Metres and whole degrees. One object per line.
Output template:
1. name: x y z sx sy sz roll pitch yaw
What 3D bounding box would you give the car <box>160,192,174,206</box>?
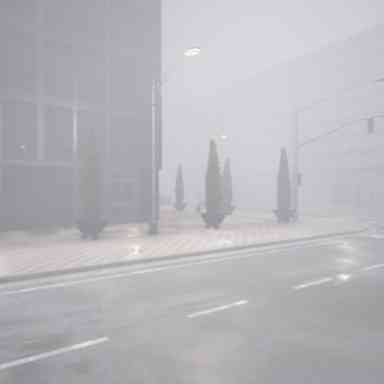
1. car: -5.350 1.116 52.335 2.150 2.045 5.566 0 0 -35

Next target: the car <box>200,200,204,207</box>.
1. car: 2.959 1.414 46.609 1.812 1.442 4.674 0 0 -35
